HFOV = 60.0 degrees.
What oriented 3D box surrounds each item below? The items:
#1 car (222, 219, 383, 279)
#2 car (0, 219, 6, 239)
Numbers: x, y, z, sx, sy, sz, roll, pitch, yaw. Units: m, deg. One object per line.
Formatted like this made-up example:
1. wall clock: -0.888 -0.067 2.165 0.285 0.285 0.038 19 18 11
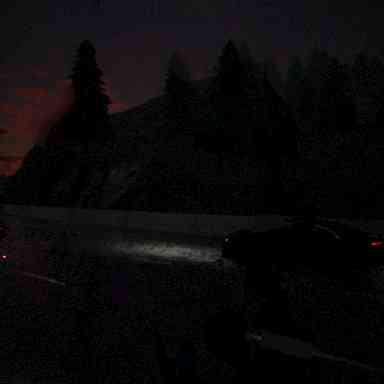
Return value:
1. car: 3.255 1.598 10.407 4.902 1.511 2.128 -1 -1 37
2. car: -11.577 1.766 17.895 4.674 1.442 1.812 -1 -1 42
